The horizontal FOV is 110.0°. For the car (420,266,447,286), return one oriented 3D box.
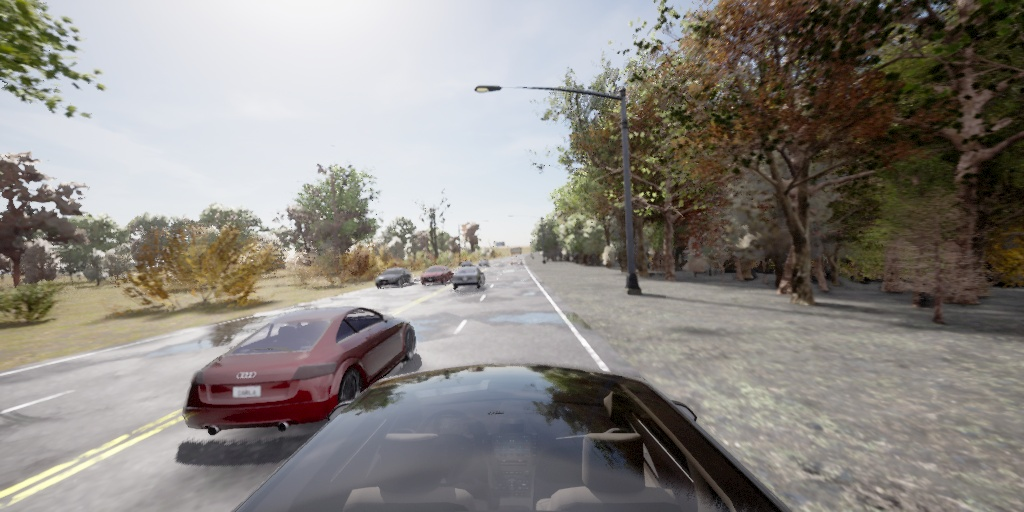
[{"bbox_3d":[-6.316,1.573,30.361,1.882,1.535,5.008,-3,0,1],"label":"car"}]

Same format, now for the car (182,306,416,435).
[{"bbox_3d":[-3.121,1.557,6.231,1.994,1.385,4.181,-3,0,0],"label":"car"}]

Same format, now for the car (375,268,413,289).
[{"bbox_3d":[-9.618,1.765,29.482,1.837,1.490,4.892,-3,0,1],"label":"car"}]

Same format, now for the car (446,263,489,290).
[{"bbox_3d":[-2.964,1.495,25.237,2.033,1.411,5.357,-3,0,0],"label":"car"}]
